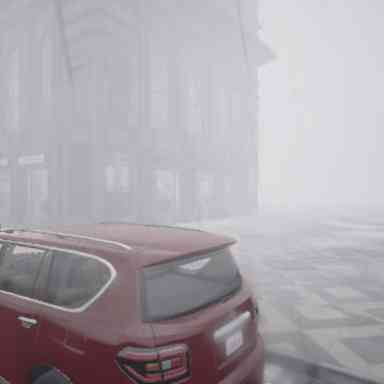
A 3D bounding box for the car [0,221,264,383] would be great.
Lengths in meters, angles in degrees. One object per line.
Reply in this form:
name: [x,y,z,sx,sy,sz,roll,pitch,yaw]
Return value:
car: [-1.599,1.303,4.109,5.009,1.841,2.192,0,0,35]
